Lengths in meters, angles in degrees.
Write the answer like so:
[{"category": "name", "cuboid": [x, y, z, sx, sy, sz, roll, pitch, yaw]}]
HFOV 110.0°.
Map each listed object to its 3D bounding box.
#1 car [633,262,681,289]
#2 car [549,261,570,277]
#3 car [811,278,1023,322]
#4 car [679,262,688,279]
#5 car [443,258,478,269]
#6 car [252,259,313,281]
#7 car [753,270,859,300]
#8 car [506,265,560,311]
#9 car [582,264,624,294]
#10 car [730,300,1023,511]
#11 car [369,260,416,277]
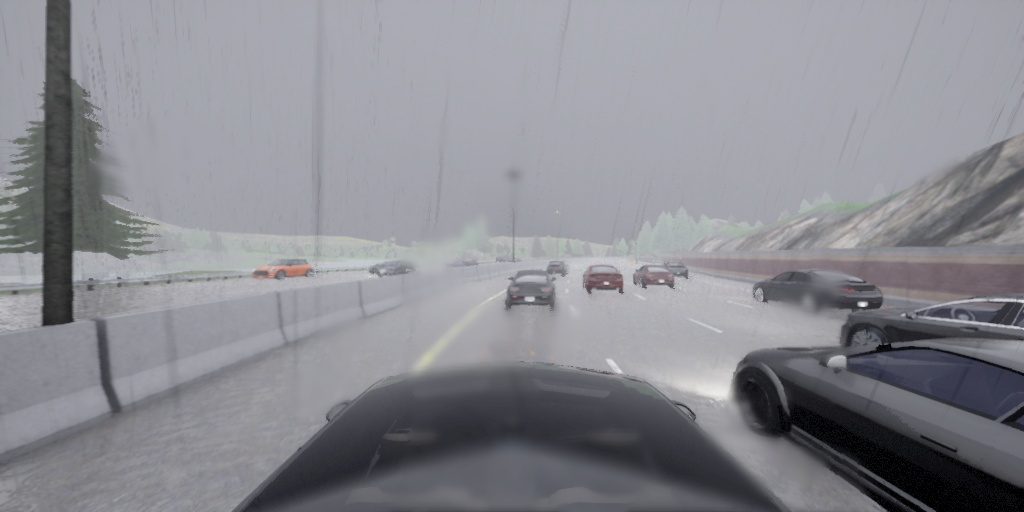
[{"category": "car", "cuboid": [9.018, 1.275, 23.023, 1.812, 1.442, 4.674, 0, 0, 9]}, {"category": "car", "cuboid": [4.619, 1.226, 35.914, 1.837, 1.490, 4.892, 0, 0, 14]}, {"category": "car", "cuboid": [7.244, 1.258, 4.933, 2.128, 1.511, 4.902, 0, 0, 1]}, {"category": "car", "cuboid": [14.591, 1.245, 32.553, 2.128, 1.511, 4.902, 0, 0, 14]}, {"category": "car", "cuboid": [-5.693, 1.236, 38.953, 2.033, 1.411, 5.357, 0, 0, 14]}, {"category": "car", "cuboid": [-18.479, 1.016, 29.131, 2.097, 1.767, 4.553, 0, 0, 10]}, {"category": "car", "cuboid": [11.326, 1.272, 13.757, 1.837, 1.490, 4.892, 0, 0, 5]}, {"category": "car", "cuboid": [0.825, 1.263, 14.255, 1.812, 1.442, 4.674, 0, 0, 5]}, {"category": "car", "cuboid": [5.100, 1.219, 20.513, 1.882, 1.535, 5.008, 0, 0, 8]}, {"category": "car", "cuboid": [3.701, 1.323, 2.759, 1.994, 1.385, 4.181, 0, 0, 1]}, {"category": "car", "cuboid": [-10.602, 1.173, 33.098, 2.128, 1.511, 4.902, 0, 0, 12]}]
